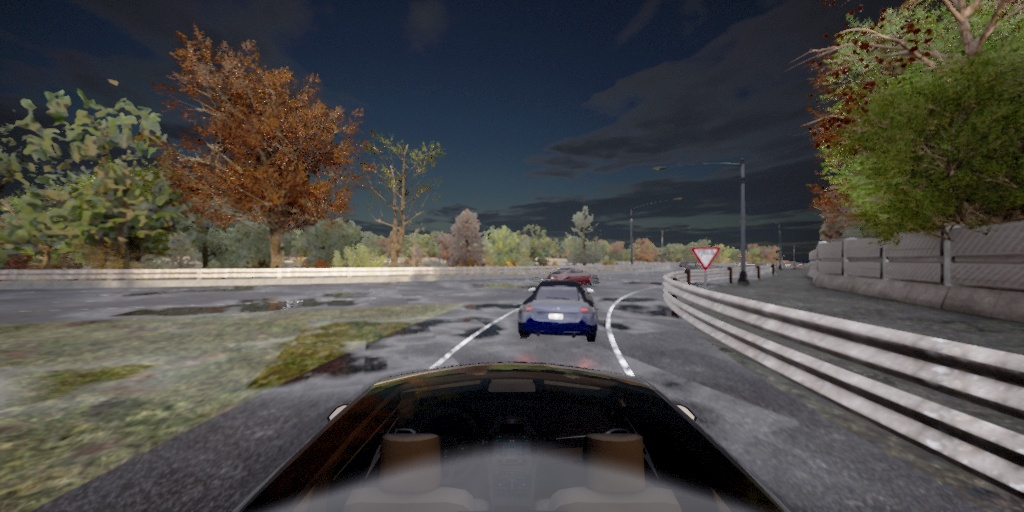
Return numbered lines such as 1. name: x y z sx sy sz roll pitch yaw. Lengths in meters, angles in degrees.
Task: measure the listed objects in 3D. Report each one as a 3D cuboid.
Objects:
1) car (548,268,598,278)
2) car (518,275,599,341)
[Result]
1. car: 4.601 1.596 27.208 4.181 1.385 1.994 1 -1 -34
2. car: 1.394 1.407 10.354 1.994 1.385 4.181 0 -1 10
